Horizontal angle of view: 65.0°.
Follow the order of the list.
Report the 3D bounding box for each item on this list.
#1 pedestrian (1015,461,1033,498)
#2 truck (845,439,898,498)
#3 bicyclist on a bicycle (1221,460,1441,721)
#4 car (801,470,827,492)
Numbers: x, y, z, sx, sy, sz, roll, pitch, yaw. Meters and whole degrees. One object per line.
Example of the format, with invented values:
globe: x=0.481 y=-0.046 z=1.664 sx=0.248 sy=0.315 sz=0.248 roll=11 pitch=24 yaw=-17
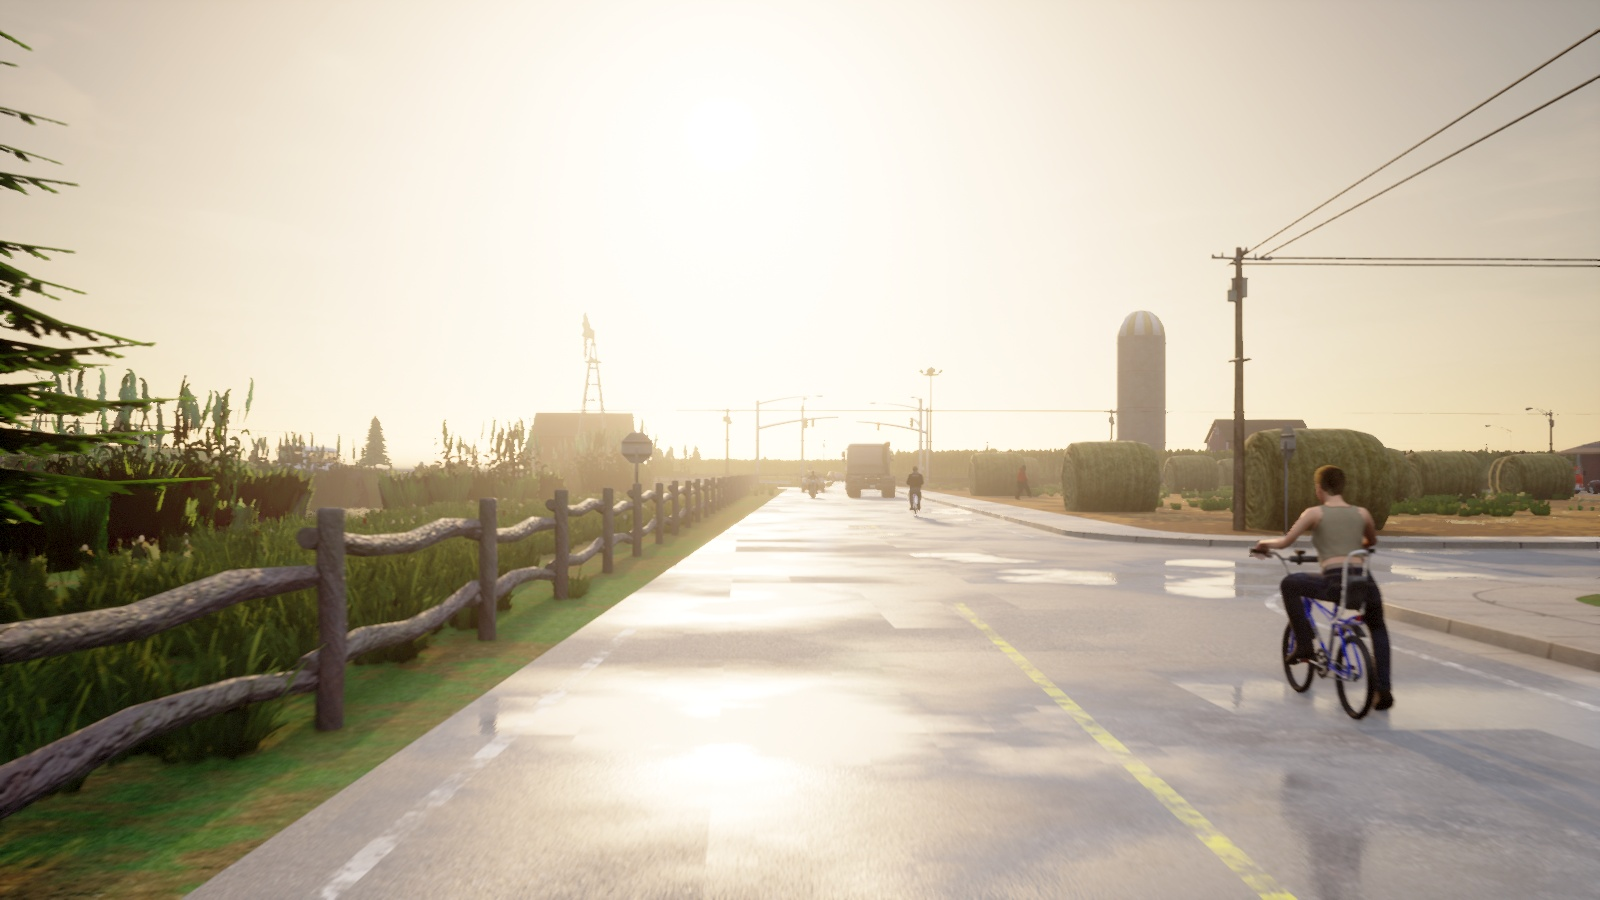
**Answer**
pedestrian: x=11.266 y=1.499 z=63.175 sx=0.899 sy=1.844 sz=0.634 roll=0 pitch=-1 yaw=10
truck: x=4.348 y=1.140 z=78.031 sx=2.891 sy=3.462 sz=7.936 roll=0 pitch=-1 yaw=1
bicyclist on a bicycle: x=3.535 y=0.882 z=8.520 sx=0.866 sy=1.612 sz=1.509 roll=0 pitch=-1 yaw=1
car: x=1.015 y=2.276 z=92.331 sx=1.851 sy=1.617 sz=3.988 roll=0 pitch=-1 yaw=1
